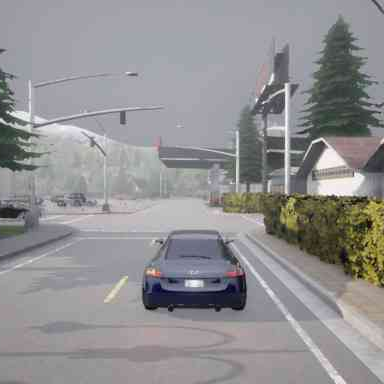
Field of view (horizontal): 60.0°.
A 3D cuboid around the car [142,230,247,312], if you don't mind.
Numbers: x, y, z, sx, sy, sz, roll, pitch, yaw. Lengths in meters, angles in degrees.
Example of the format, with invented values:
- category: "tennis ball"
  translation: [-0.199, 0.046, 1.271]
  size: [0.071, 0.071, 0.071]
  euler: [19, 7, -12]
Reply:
- category: "car"
  translation: [0.059, 1.564, 7.798]
  size: [1.994, 1.385, 4.181]
  euler: [0, 0, 1]

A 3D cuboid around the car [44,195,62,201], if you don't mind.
- category: "car"
  translation: [-35.099, 1.384, 84.005]
  size: [3.806, 1.475, 1.970]
  euler: [0, 0, -1]

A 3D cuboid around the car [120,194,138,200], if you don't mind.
- category: "car"
  translation: [-16.503, 1.339, 87.104]
  size: [4.514, 1.523, 2.007]
  euler: [0, 0, -1]

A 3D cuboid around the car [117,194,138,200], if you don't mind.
- category: "car"
  translation: [-16.433, 1.330, 83.967]
  size: [5.027, 1.636, 2.152]
  euler: [0, 0, -1]

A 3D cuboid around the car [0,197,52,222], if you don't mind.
- category: "car"
  translation: [-13.019, 1.300, 23.668]
  size: [4.902, 1.511, 2.128]
  euler: [0, 0, 0]

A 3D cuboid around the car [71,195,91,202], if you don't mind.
- category: "car"
  translation: [-24.037, 1.320, 72.076]
  size: [3.633, 1.501, 1.845]
  euler: [0, 0, -1]

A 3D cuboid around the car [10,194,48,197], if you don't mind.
- category: "car"
  translation: [-24.659, 1.097, 49.623]
  size: [4.605, 1.855, 1.932]
  euler: [0, 0, -1]

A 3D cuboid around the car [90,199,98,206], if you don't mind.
- category: "car"
  translation: [-16.180, 1.361, 49.711]
  size: [3.806, 1.475, 1.970]
  euler: [0, 0, -1]

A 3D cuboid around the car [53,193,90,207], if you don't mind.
- category: "car"
  translation: [-16.772, 1.077, 46.383]
  size: [3.866, 1.878, 1.905]
  euler: [0, 0, -1]

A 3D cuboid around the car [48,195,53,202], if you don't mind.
- category: "car"
  translation: [-24.021, 1.298, 62.084]
  size: [4.514, 1.523, 2.007]
  euler: [0, 0, -1]
